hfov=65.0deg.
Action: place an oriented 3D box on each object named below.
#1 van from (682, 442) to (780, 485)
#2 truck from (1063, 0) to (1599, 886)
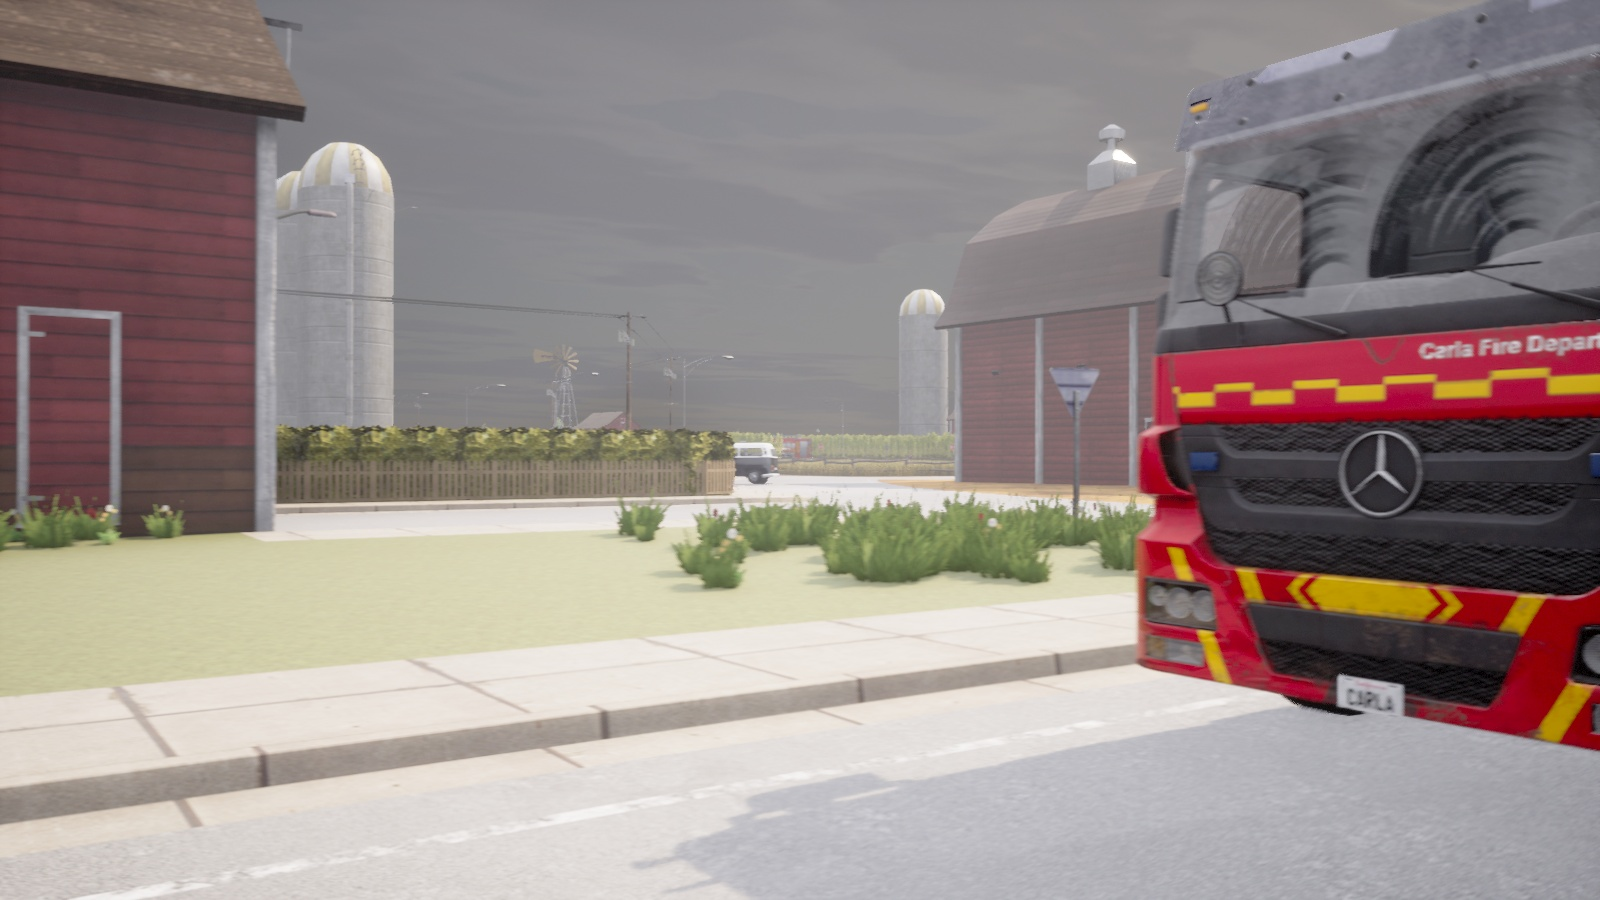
[{"bbox_3d":[-3.388,0.678,62.045,4.480,2.038,2.069,0,-1,11],"label":"van"},{"bbox_3d":[5.639,-0.414,7.586,8.468,3.827,2.891,0,0,-35],"label":"truck"}]
